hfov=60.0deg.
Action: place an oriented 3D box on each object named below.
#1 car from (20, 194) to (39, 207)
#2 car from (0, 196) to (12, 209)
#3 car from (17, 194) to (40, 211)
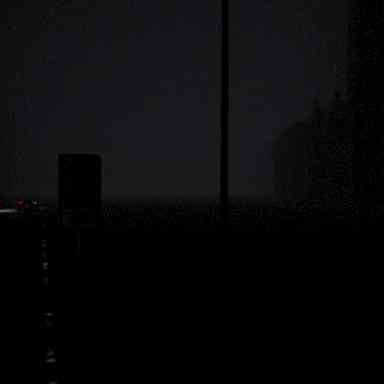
[{"bbox_3d":[-21.483,1.047,44.220,2.128,1.511,4.902,0,1,-24],"label":"car"},{"bbox_3d":[-21.568,1.161,37.764,2.033,1.411,5.357,0,1,-24],"label":"car"},{"bbox_3d":[-17.163,1.187,34.845,1.812,1.442,4.674,0,1,-24],"label":"car"}]
